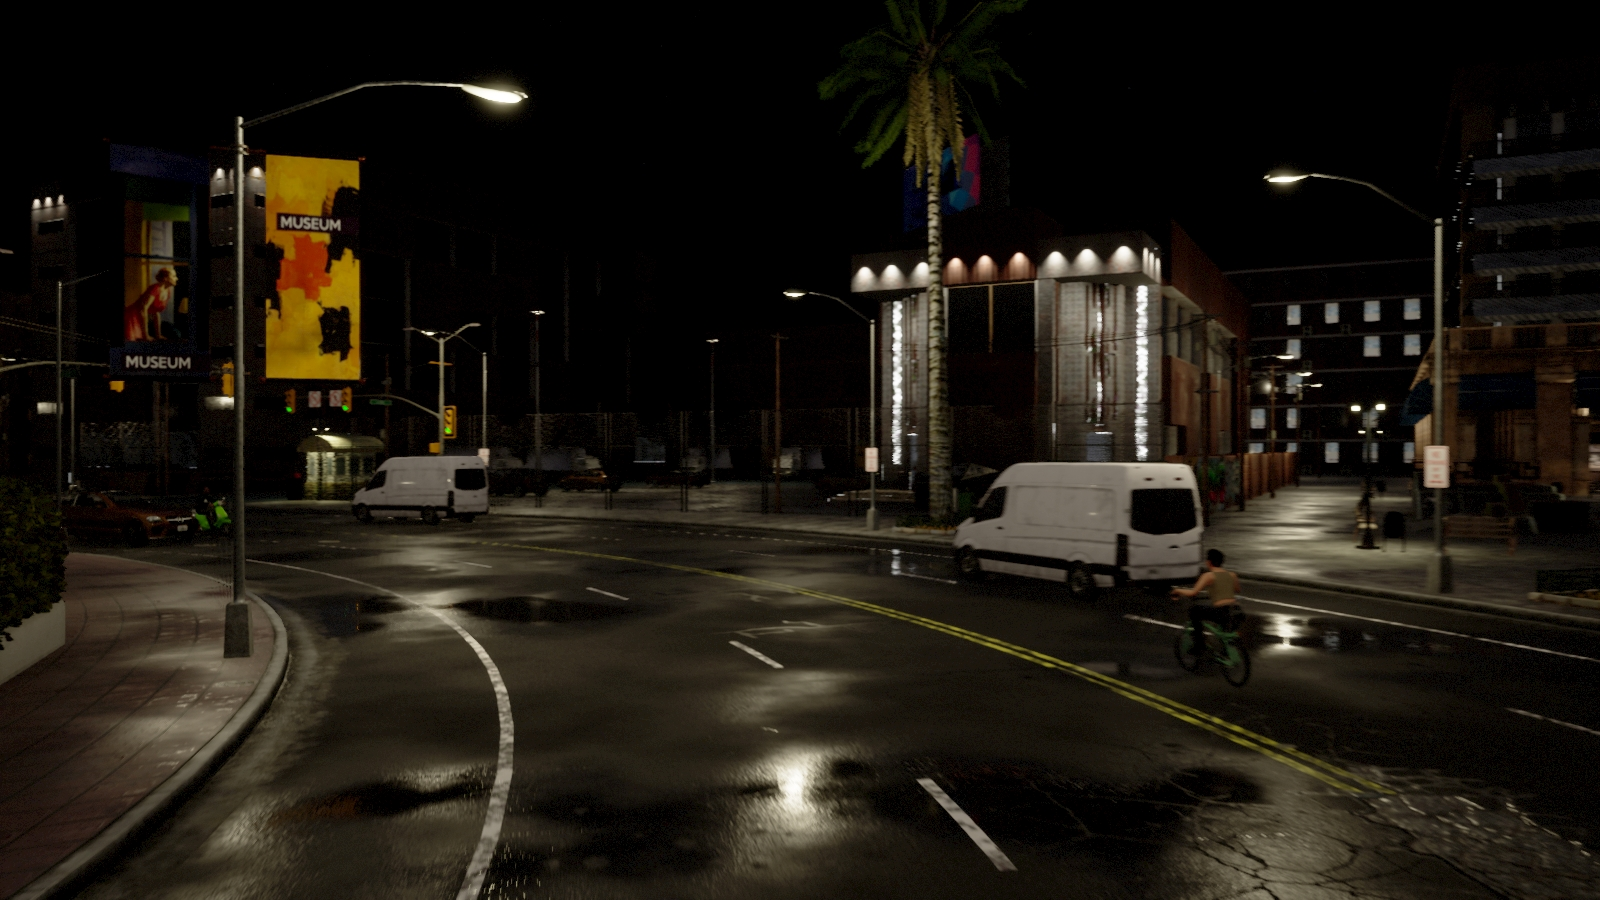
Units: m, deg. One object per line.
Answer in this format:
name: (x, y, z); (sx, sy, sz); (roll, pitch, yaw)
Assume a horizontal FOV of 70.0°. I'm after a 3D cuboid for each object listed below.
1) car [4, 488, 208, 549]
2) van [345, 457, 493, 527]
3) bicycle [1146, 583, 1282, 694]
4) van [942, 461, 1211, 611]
car: (-20.635, 2.008, 34.073); (5.027, 1.651, 2.152); (0, 0, 10)
van: (-14.740, 1.544, 44.043); (5.915, 2.561, 1.988); (0, 0, 30)
bicycle: (4.997, 2.252, 13.887); (0.859, 1.080, 1.487); (0, 0, -14)
van: (5.312, 1.530, 23.052); (1.988, 2.561, 5.915); (0, 0, -25)
